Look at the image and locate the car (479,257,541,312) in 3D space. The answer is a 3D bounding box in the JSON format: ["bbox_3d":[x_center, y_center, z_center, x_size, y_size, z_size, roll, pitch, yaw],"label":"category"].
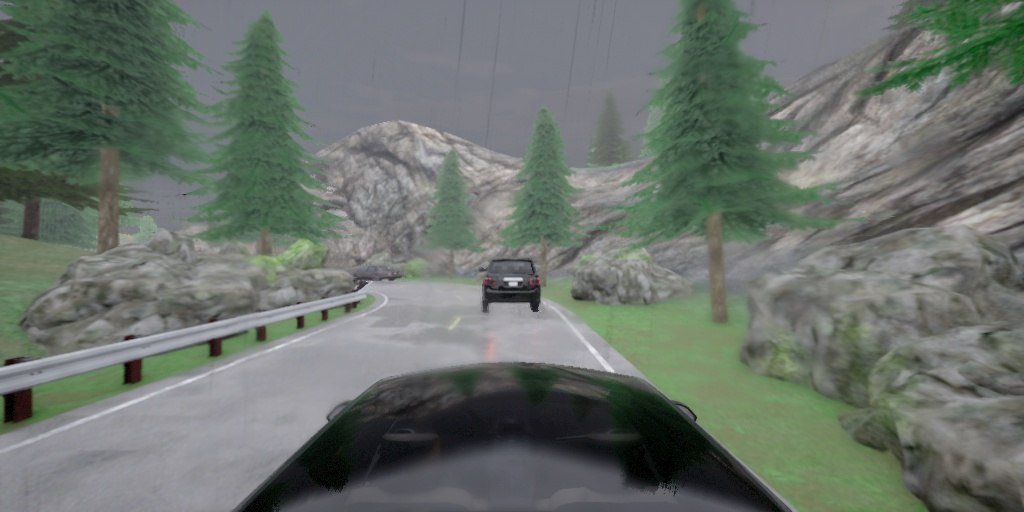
[{"bbox_3d":[-0.186,1.075,15.042,2.150,2.045,5.566,0,0,-5],"label":"car"}]

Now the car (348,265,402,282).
[{"bbox_3d":[-12.184,1.528,31.293,5.357,1.411,2.033,0,-1,23],"label":"car"}]
